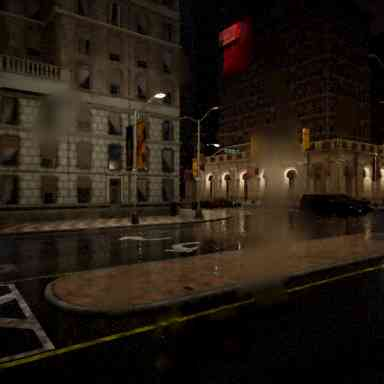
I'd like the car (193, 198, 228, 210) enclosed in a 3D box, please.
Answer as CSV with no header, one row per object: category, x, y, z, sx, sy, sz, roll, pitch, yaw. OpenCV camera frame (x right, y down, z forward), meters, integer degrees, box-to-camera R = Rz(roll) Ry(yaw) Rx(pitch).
car,2.168,1.601,43.722,1.895,1.301,4.718,0,0,-36

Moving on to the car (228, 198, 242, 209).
car,4.506,1.547,46.467,2.033,1.411,5.357,0,0,-36

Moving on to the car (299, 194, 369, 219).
car,12.241,1.221,29.655,2.150,2.045,5.566,0,0,-36

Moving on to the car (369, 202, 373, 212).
car,15.400,1.220,34.105,5.566,2.045,2.150,0,0,40

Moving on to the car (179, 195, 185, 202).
car,-3.994,1.513,70.881,2.128,1.511,4.902,0,0,-35
